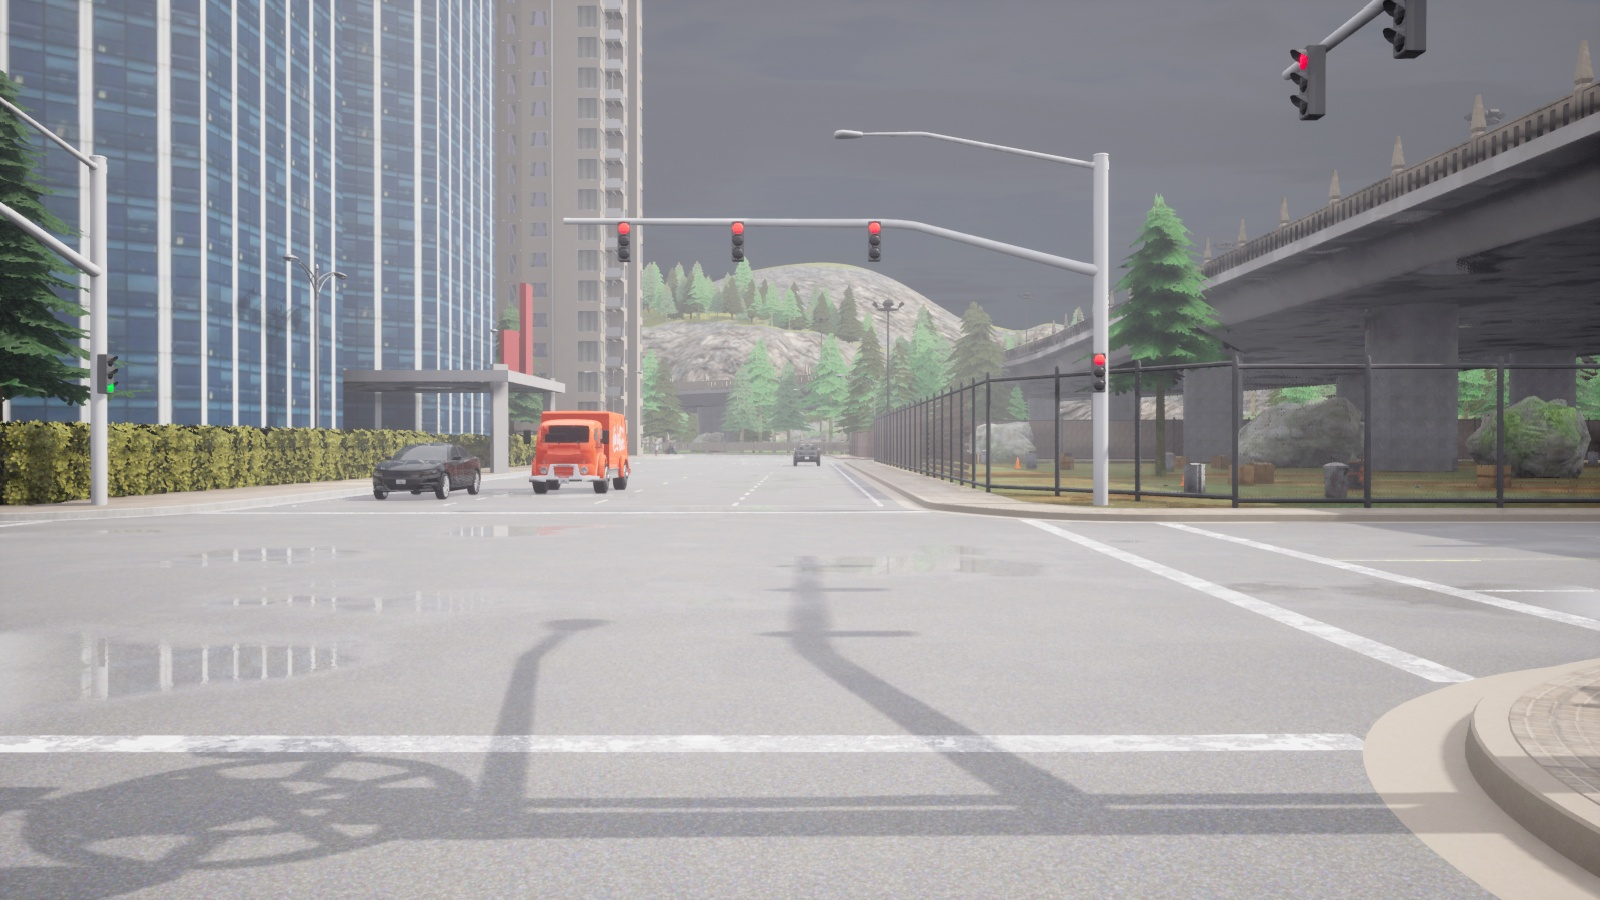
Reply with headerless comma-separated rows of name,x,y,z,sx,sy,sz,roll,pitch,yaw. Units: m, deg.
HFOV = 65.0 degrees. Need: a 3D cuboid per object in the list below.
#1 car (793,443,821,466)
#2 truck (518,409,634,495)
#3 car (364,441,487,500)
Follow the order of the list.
car,0.453,0.295,82.482,1.816,1.474,4.193,0,0,0
truck,-6.780,0.036,38.678,2.627,2.467,5.204,0,0,0
car,-10.300,0.519,34.939,1.882,1.535,5.008,0,0,0
